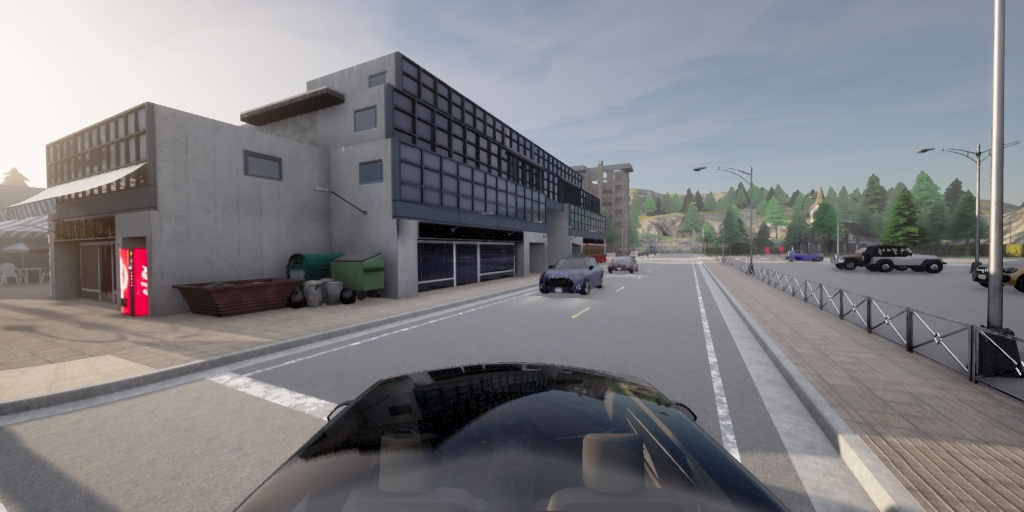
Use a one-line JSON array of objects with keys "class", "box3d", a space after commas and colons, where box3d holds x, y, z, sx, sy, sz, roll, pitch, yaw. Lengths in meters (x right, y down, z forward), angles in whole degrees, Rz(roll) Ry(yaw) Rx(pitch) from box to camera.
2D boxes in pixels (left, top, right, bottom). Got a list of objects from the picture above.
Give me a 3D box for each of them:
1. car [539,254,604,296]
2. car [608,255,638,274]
[{"class": "car", "box3d": [2.944, 0.812, 17.131, 2.097, 1.767, 4.553, 0, 1, 26]}, {"class": "car", "box3d": [9.402, 0.683, 30.120, 1.812, 1.442, 4.674, 0, 1, 26]}]
